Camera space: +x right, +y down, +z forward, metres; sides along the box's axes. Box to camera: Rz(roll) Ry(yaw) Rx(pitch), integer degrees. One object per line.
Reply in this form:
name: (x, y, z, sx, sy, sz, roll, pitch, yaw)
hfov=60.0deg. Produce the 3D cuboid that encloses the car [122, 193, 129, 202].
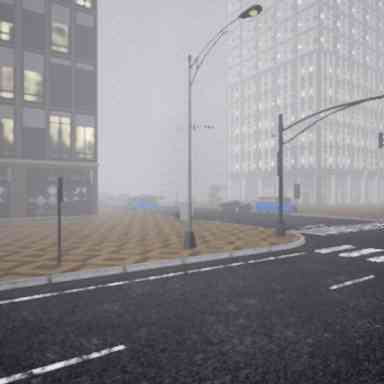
car: (-8.846, 1.387, 53.163, 2.128, 1.511, 4.902, 0, 0, -33)

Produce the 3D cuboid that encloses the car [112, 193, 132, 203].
car: (-13.761, 1.146, 65.172, 2.192, 1.841, 5.009, 0, 0, -34)

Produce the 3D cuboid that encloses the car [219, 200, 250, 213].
car: (4.866, 1.529, 37.651, 1.887, 1.381, 4.507, 0, 0, -34)

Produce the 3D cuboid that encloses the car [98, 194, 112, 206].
car: (-14.501, 1.468, 51.301, 1.947, 1.339, 4.313, 0, 0, -34)

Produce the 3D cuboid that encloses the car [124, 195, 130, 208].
car: (-7.193, 1.502, 45.129, 1.994, 1.385, 4.181, 0, 0, -34)

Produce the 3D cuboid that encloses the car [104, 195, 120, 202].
car: (-16.863, 1.371, 69.763, 1.947, 1.339, 4.313, 0, 0, -34)

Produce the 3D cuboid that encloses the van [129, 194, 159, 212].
van: (-5.195, 1.319, 37.532, 1.690, 1.788, 3.998, 0, 0, -34)

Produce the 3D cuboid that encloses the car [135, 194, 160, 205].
car: (-7.557, 1.198, 55.993, 2.192, 1.841, 5.009, 0, 0, -34)

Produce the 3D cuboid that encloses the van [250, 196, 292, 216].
van: (8.043, 1.350, 33.113, 1.690, 1.788, 3.998, 0, 0, -34)

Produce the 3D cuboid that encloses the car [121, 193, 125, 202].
car: (-10.660, 1.402, 60.583, 1.887, 1.381, 4.507, 0, 0, -34)

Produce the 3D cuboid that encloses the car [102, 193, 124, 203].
car: (-14.624, 1.375, 61.638, 1.812, 1.442, 4.674, 0, 0, -34)
